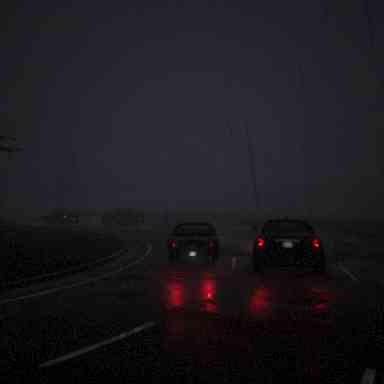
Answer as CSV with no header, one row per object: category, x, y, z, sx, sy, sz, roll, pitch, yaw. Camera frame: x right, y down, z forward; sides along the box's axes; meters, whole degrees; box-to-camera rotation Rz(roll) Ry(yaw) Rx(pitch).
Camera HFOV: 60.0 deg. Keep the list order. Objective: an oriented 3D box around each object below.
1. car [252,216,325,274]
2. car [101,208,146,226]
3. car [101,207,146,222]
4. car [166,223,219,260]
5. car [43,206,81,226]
car,3.231,1.617,11.812,2.097,1.767,4.553,-1,-1,11
car,-6.311,2.198,30.234,5.008,1.535,1.882,-1,-2,41
car,-7.528,2.405,36.046,5.357,1.411,2.033,-1,-2,43
car,0.086,1.924,13.884,1.895,1.301,4.718,0,-1,2
car,-11.975,2.276,30.648,4.674,1.442,1.812,-1,-2,43
